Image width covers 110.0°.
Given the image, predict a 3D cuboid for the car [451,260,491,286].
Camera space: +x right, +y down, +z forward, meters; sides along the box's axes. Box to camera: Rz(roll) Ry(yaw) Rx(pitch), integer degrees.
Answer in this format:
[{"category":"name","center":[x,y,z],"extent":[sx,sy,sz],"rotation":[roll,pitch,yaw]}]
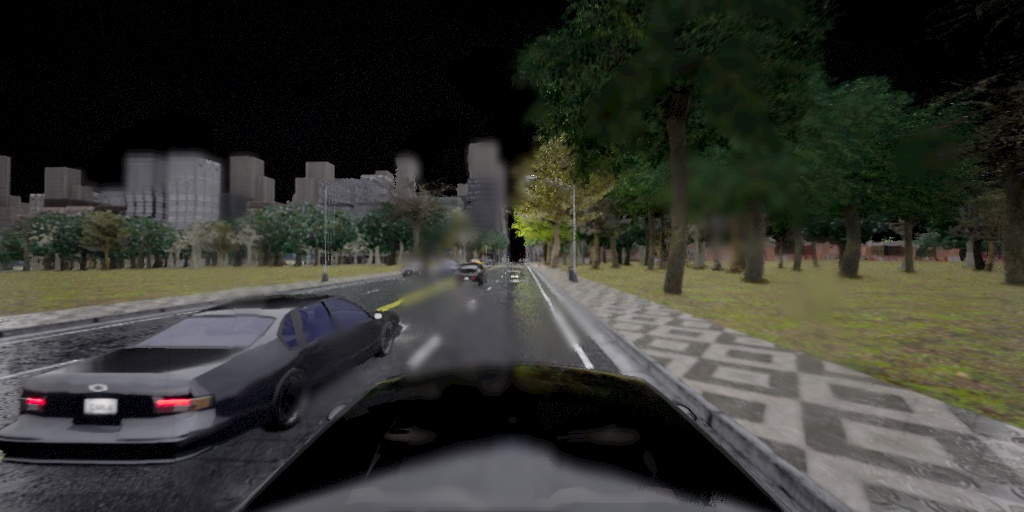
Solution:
[{"category":"car","center":[-2.833,1.292,26.017],"extent":[1.837,1.490,4.892],"rotation":[0,0,2]}]

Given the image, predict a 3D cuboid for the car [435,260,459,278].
[{"category":"car","center":[-6.012,1.168,34.848],"extent":[2.097,1.767,4.553],"rotation":[0,0,2]}]

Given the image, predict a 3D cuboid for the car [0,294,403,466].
[{"category":"car","center":[-3.384,1.301,5.507],"extent":[2.033,1.411,5.357],"rotation":[0,0,1]}]

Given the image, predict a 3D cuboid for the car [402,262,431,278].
[{"category":"car","center":[-9.256,1.322,35.122],"extent":[1.837,1.490,4.892],"rotation":[0,0,2]}]
